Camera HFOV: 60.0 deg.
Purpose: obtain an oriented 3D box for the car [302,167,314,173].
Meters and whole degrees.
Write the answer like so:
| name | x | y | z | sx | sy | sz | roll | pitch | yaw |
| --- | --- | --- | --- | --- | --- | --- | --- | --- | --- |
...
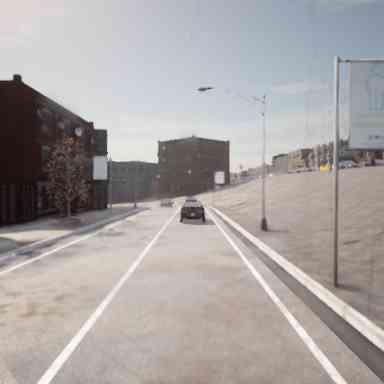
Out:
| name | x | y | z | sx | sy | sz | roll | pitch | yaw |
| --- | --- | --- | --- | --- | --- | --- | --- | --- | --- |
| car | 22.099 | -3.867 | 60.015 | 2.002 | 1.452 | 4.674 | 0 | 1 | -2 |

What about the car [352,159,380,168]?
| name | x | y | z | sx | sy | sz | roll | pitch | yaw |
| --- | --- | --- | --- | --- | --- | --- | --- | --- | --- |
| car | 23.538 | -3.560 | 43.282 | 2.163 | 1.488 | 4.792 | 0 | 1 | -6 |

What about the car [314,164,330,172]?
| name | x | y | z | sx | sy | sz | roll | pitch | yaw |
| --- | --- | --- | --- | --- | --- | --- | --- | --- | --- |
| car | 22.451 | -3.802 | 54.479 | 2.097 | 1.535 | 5.008 | 0 | 1 | -4 |

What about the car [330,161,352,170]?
| name | x | y | z | sx | sy | sz | roll | pitch | yaw |
| --- | --- | --- | --- | --- | --- | --- | --- | --- | --- |
| car | 22.919 | -3.823 | 48.973 | 2.185 | 1.767 | 4.553 | 0 | 1 | -5 |

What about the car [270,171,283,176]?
| name | x | y | z | sx | sy | sz | roll | pitch | yaw |
| --- | --- | --- | --- | --- | --- | --- | --- | --- | --- |
| car | 21.502 | -4.352 | 82.012 | 2.185 | 1.767 | 4.553 | 0 | 1 | -1 |

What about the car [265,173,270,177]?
| name | x | y | z | sx | sy | sz | roll | pitch | yaw |
| --- | --- | --- | --- | --- | --- | --- | --- | --- | --- |
| car | 21.383 | -4.253 | 87.505 | 2.002 | 1.452 | 4.674 | 0 | 1 | -1 |

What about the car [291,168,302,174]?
| name | x | y | z | sx | sy | sz | roll | pitch | yaw |
| --- | --- | --- | --- | --- | --- | --- | --- | --- | --- |
| car | 21.867 | -4.007 | 65.557 | 2.231 | 1.521 | 4.892 | 0 | 1 | -1 |

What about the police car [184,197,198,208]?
| name | x | y | z | sx | sy | sz | roll | pitch | yaw |
| --- | --- | --- | --- | --- | --- | --- | --- | --- | --- |
| police car | -0.209 | 1.541 | 51.686 | 1.930 | 1.638 | 5.238 | 0 | -1 | -4 |

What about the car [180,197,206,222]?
| name | x | y | z | sx | sy | sz | roll | pitch | yaw |
| --- | --- | --- | --- | --- | --- | --- | --- | --- | --- |
| car | 0.066 | 1.454 | 26.315 | 1.882 | 1.535 | 5.008 | 0 | 0 | 0 |

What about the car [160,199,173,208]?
| name | x | y | z | sx | sy | sz | roll | pitch | yaw |
| --- | --- | --- | --- | --- | --- | --- | --- | --- | --- |
| car | -3.992 | 1.727 | 51.537 | 1.895 | 1.301 | 4.718 | 0 | -1 | -5 |

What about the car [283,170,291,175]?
| name | x | y | z | sx | sy | sz | roll | pitch | yaw |
| --- | --- | --- | --- | --- | --- | --- | --- | --- | --- |
| car | 21.739 | -4.088 | 71.075 | 2.231 | 1.521 | 4.892 | 0 | 1 | -1 |

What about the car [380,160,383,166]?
| name | x | y | z | sx | sy | sz | roll | pitch | yaw |
| --- | --- | --- | --- | --- | --- | --- | --- | --- | --- |
| car | 24.240 | -3.446 | 37.809 | 2.002 | 1.452 | 4.674 | 0 | 1 | -7 |
